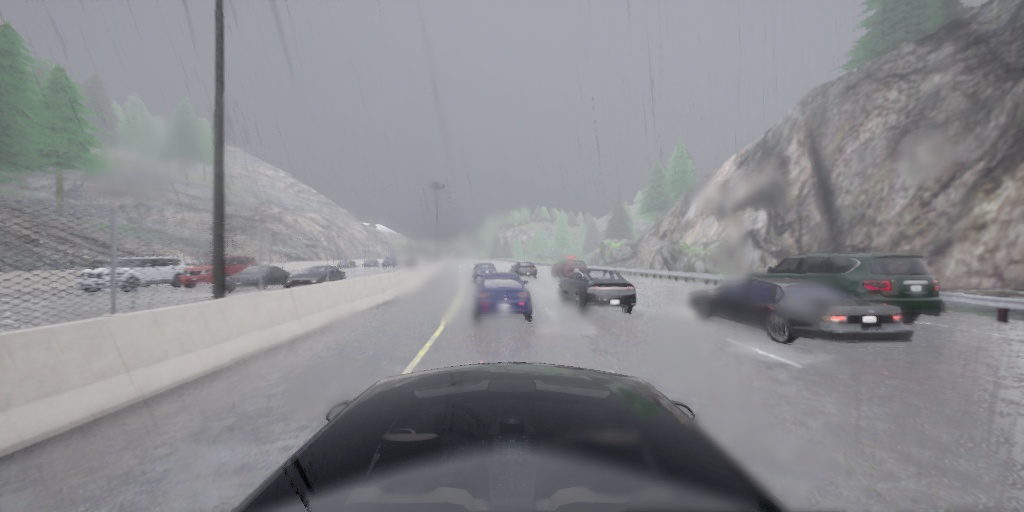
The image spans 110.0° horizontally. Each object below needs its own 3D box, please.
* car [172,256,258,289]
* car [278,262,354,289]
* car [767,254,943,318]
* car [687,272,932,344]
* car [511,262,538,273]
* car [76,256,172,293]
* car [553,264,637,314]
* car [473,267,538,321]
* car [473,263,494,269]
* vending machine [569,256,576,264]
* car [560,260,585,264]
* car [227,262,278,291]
[{"bbox_3d":[-19.258,1.022,24.107,2.150,2.045,5.566,0,0,-8],"label":"car"},{"bbox_3d":[-11.968,1.328,22.388,2.033,1.411,5.357,0,0,-7],"label":"car"},{"bbox_3d":[10.218,0.950,11.860,2.150,2.045,5.566,0,0,-3],"label":"car"},{"bbox_3d":[6.851,1.283,9.496,2.033,1.411,5.357,0,0,-3],"label":"car"},{"bbox_3d":[1.026,1.244,32.003,2.128,1.511,4.902,0,0,-8],"label":"car"},{"bbox_3d":[-22.468,1.028,21.643,2.150,2.045,5.566,0,0,-7],"label":"car"},{"bbox_3d":[3.072,1.236,13.679,2.128,1.511,4.902,0,0,-4],"label":"car"},{"bbox_3d":[-0.360,1.278,12.363,1.812,1.442,4.674,0,0,-4],"label":"car"},{"bbox_3d":[-2.289,1.307,30.603,2.033,1.411,5.357,0,0,-8],"label":"car"},{"bbox_3d":[9.517,0.932,56.631,1.100,2.100,0.880,0,0,-8],"label":"vending machine"},{"bbox_3d":[4.839,1.095,29.901,2.097,1.767,4.553,0,0,-8],"label":"car"},{"bbox_3d":[-15.495,1.314,22.272,1.812,1.442,4.674,0,0,-7],"label":"car"}]
